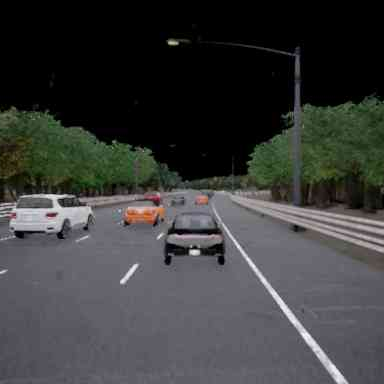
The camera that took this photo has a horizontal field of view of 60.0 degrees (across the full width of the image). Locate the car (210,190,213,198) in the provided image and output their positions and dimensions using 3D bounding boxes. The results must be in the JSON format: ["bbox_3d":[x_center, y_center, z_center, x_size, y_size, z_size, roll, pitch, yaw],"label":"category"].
[{"bbox_3d":[3.234,0.821,77.164,2.150,2.045,5.566,0,0,5],"label":"car"}]

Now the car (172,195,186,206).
[{"bbox_3d":[-1.983,1.246,50.463,2.128,1.511,4.902,0,0,3],"label":"car"}]

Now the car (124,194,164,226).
[{"bbox_3d":[-3.083,1.250,22.438,2.097,1.767,4.553,0,0,1],"label":"car"}]

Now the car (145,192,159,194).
[{"bbox_3d":[-5.642,0.979,48.053,2.150,2.045,5.566,0,0,3],"label":"car"}]

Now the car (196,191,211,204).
[{"bbox_3d":[1.713,1.090,55.283,2.097,1.767,4.553,0,0,3],"label":"car"}]

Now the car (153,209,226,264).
[{"bbox_3d":[0.104,1.446,11.604,2.128,1.511,4.902,0,0,1],"label":"car"}]

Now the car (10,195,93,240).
[{"bbox_3d":[-6.749,1.137,16.679,2.150,2.045,5.566,0,0,1],"label":"car"}]
